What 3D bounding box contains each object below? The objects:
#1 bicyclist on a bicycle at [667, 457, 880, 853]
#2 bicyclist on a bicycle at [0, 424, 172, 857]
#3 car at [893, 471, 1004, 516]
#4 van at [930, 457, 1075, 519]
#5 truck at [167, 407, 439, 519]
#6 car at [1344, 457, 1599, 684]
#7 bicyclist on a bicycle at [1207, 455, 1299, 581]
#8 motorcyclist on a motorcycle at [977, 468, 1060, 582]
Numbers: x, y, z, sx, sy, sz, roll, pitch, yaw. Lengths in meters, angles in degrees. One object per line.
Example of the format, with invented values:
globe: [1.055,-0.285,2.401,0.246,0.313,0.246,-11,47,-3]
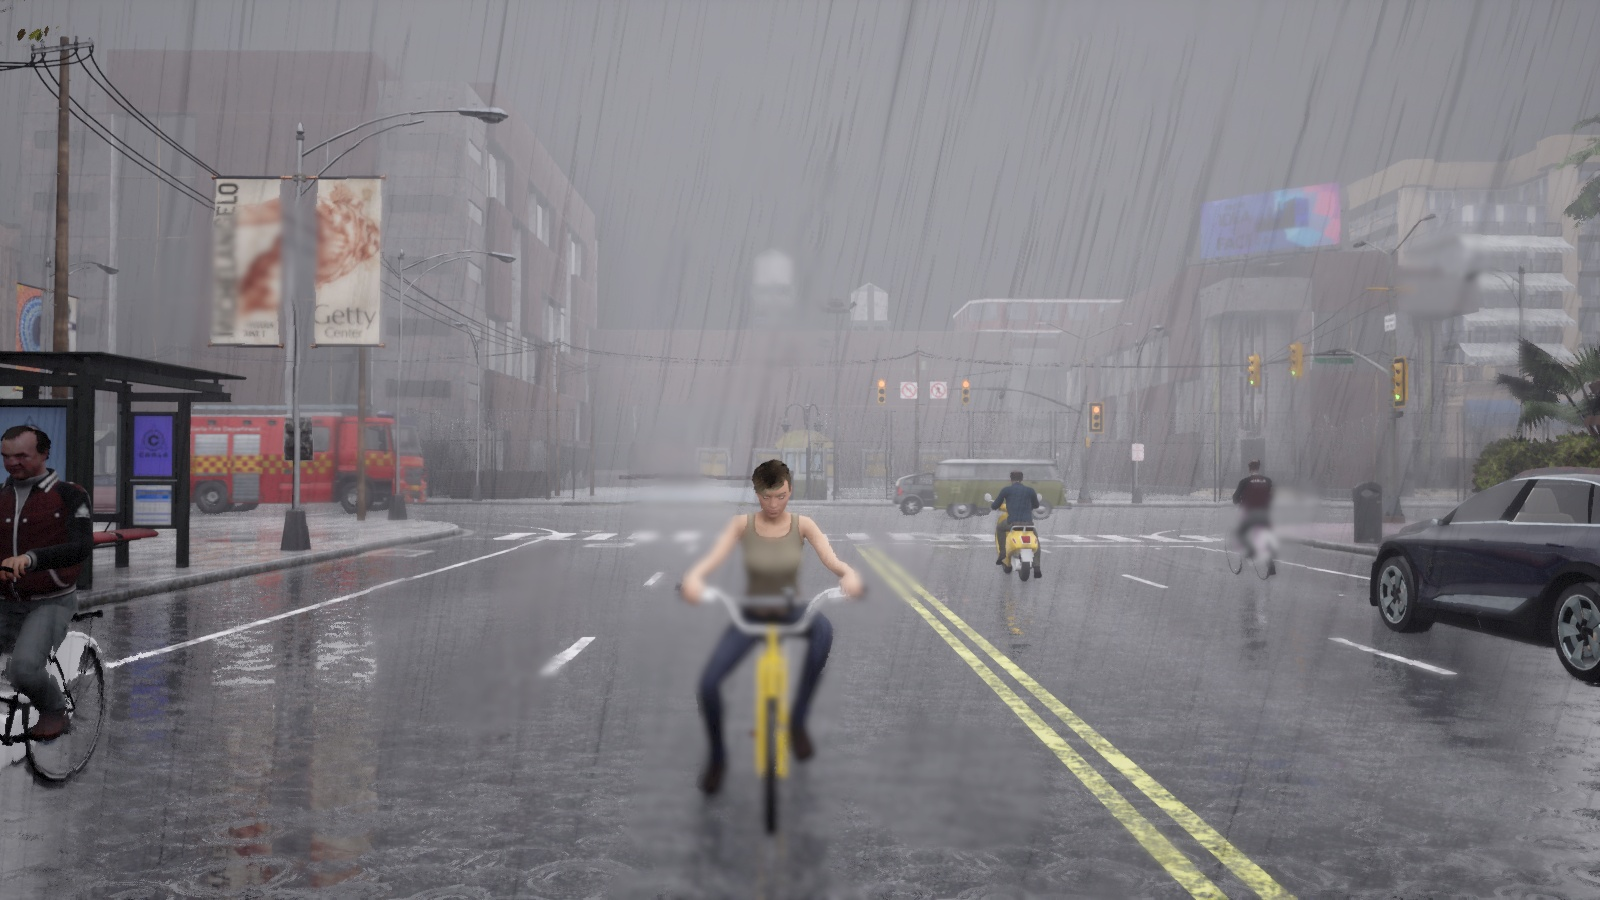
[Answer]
bicyclist on a bicycle: [-0.120,0.850,5.896,0.866,1.612,1.509,0,-1,-1]
bicyclist on a bicycle: [-3.621,0.795,5.670,0.659,1.776,1.843,0,-1,-1]
car: [5.249,1.520,44.634,3.705,1.549,1.789,0,-1,0]
van: [6.595,1.230,41.145,4.442,1.987,1.775,0,-1,0]
truck: [-17.466,0.466,44.531,8.468,3.827,2.891,0,-1,0]
car: [6.807,0.900,10.864,2.033,1.649,4.856,0,-1,-1]
bicyclist on a bicycle: [6.694,0.971,18.659,0.659,1.776,1.843,0,-1,-1]
motorcyclist on a motorcycle: [3.196,1.066,18.522,0.866,1.590,1.817,0,-1,-1]
